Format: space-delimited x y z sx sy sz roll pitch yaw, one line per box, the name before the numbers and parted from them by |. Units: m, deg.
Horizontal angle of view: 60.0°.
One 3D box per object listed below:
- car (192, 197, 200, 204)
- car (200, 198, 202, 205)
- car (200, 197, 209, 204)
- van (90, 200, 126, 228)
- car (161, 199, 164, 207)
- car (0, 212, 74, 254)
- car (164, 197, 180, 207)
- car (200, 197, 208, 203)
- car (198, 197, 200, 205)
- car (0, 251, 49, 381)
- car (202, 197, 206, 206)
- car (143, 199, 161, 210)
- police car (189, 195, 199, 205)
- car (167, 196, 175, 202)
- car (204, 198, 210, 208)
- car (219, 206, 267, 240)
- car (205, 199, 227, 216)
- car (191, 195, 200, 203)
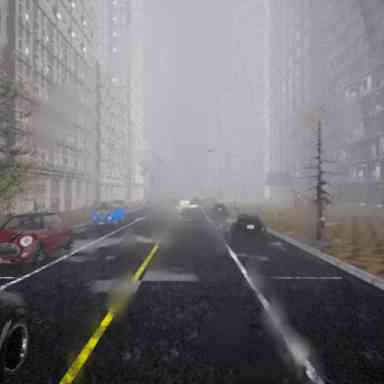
car | 0.866 1.816 73.707 1.837 1.490 4.892 0 0 0
car | 2.714 1.786 51.158 1.947 1.339 4.313 -1 0 0
car | 2.729 1.857 73.729 1.887 1.381 4.507 -1 0 0
van | -5.688 1.437 22.958 1.690 1.788 3.998 -1 0 0
car | -5.663 1.803 56.805 1.947 1.339 4.313 -1 0 0
car | -5.694 1.488 11.675 1.967 1.590 4.097 -1 0 0
car | -3.021 1.711 55.476 1.882 1.535 5.008 0 0 1
car | 2.733 1.860 79.542 1.752 1.417 4.829 -1 0 0
car | 2.722 1.832 62.444 1.947 1.339 4.313 -1 0 0
car | -3.099 1.574 2.720 1.994 1.385 4.181 0 0 0
car | 2.709 1.637 45.516 1.967 1.590 4.097 -1 0 0
car | -5.670 1.772 45.522 1.802 1.307 4.206 -1 0 0
police car | 0.646 1.695 63.774 1.930 1.638 5.238 0 0 -5
car | -5.640 1.923 90.652 2.008 1.369 4.403 0 0 0
car | 2.707 1.755 39.873 1.802 1.307 4.206 -1 0 0
car | 2.692 1.644 17.303 1.947 1.339 4.313 -1 0 0
car | 2.703 1.716 34.231 1.947 1.339 4.313 -1 0 0
car | 0.899 1.686 79.678 2.097 1.767 4.553 0 0 0
